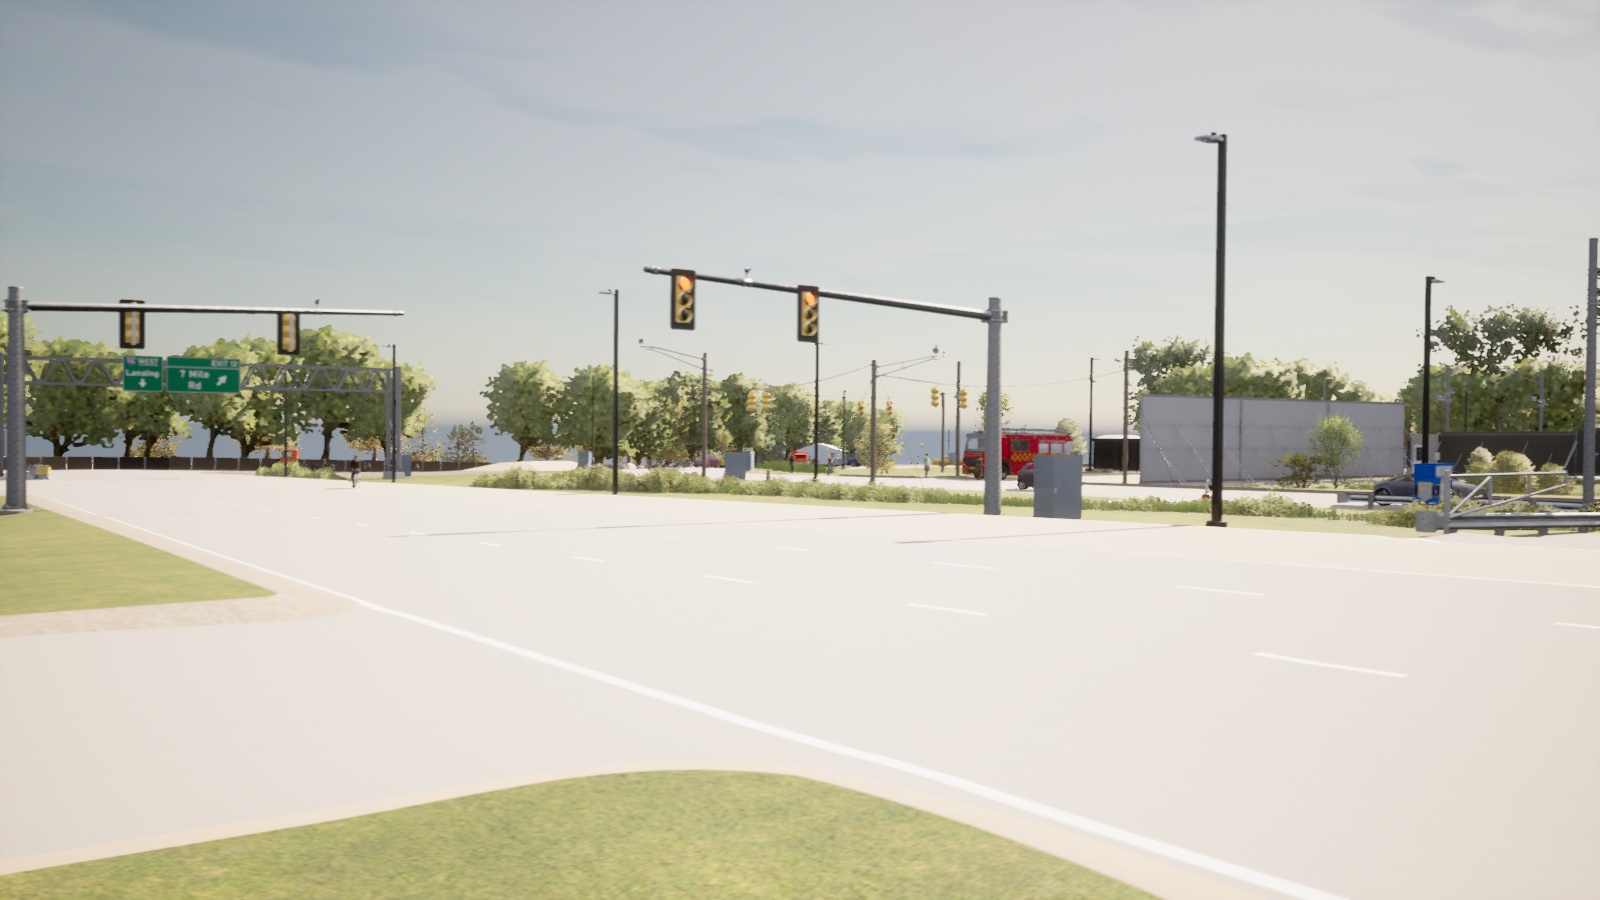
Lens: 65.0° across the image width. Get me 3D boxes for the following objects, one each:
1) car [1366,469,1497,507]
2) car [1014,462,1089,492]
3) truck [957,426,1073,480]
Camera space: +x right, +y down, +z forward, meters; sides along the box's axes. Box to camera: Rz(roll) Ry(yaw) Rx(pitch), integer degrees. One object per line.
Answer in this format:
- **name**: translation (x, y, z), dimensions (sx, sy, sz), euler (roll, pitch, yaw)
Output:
- **car**: translation (24.938, 1.468, 49.736), dimensions (1.994, 1.385, 4.181), euler (0, 0, -35)
- **car**: translation (13.339, 1.396, 66.794), dimensions (1.845, 1.501, 3.633), euler (0, 0, -34)
- **truck**: translation (15.884, 0.240, 92.579), dimensions (8.468, 3.827, 2.891), euler (0, 0, -29)
